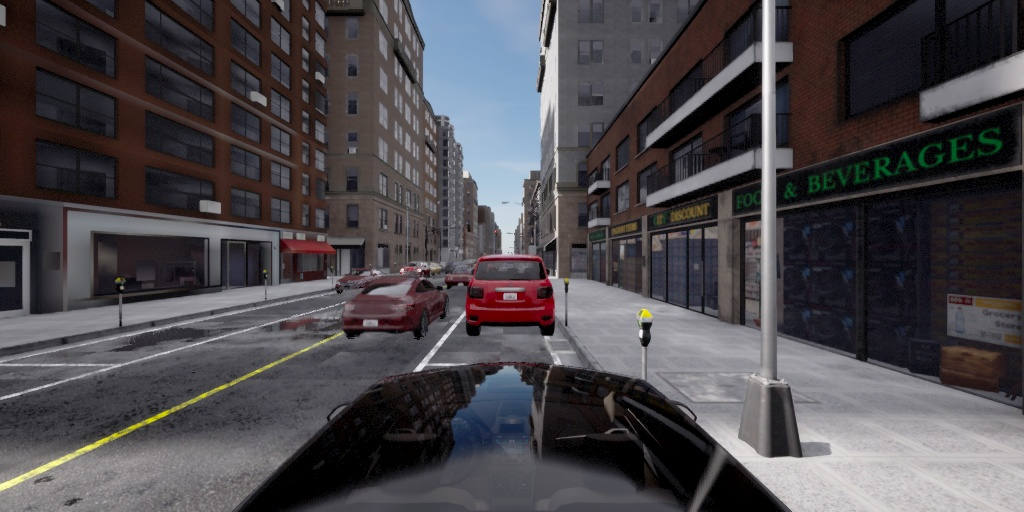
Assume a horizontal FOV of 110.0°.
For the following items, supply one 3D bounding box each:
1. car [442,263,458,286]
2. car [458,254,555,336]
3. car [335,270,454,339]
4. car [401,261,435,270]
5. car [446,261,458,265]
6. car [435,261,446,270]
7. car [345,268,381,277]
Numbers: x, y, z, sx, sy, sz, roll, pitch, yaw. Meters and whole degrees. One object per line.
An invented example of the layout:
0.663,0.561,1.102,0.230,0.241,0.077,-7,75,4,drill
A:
-2.957,1.351,23.085,1.895,1.301,4.718,0,0,0,car
-0.039,0.978,10.530,2.150,2.045,5.566,0,0,0,car
-3.016,1.276,9.991,1.812,1.442,4.674,0,0,0,car
-8.408,1.190,31.425,1.967,1.591,4.097,0,0,0,car
-5.842,1.242,37.874,2.128,1.511,4.902,0,0,0,car
-8.408,1.275,36.773,1.751,1.417,4.829,0,0,0,car
-8.408,1.332,20.388,1.802,1.307,4.207,0,0,0,car
